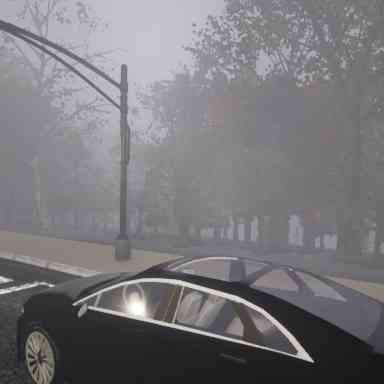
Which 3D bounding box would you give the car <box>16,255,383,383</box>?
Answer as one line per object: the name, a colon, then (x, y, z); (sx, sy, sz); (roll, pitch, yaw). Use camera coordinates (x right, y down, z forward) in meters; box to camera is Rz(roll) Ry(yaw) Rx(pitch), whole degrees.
car: (0.002, 1.491, 3.699); (4.902, 1.511, 2.128); (0, 0, 34)
